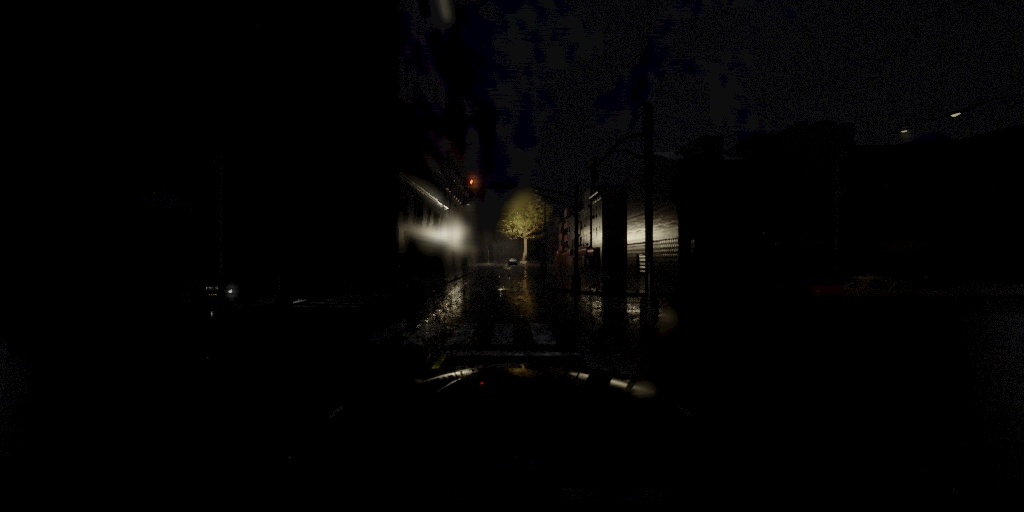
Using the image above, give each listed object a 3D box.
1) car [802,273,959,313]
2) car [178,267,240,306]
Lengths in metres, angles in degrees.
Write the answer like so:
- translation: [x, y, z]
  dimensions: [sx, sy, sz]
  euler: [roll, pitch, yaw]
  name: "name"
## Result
- translation: [13.898, 1.346, 13.625]
  dimensions: [4.829, 1.417, 1.751]
  euler: [0, 0, 0]
  name: "car"
- translation: [-13.764, 1.177, 14.499]
  dimensions: [4.892, 1.490, 1.837]
  euler: [0, 0, 0]
  name: "car"
